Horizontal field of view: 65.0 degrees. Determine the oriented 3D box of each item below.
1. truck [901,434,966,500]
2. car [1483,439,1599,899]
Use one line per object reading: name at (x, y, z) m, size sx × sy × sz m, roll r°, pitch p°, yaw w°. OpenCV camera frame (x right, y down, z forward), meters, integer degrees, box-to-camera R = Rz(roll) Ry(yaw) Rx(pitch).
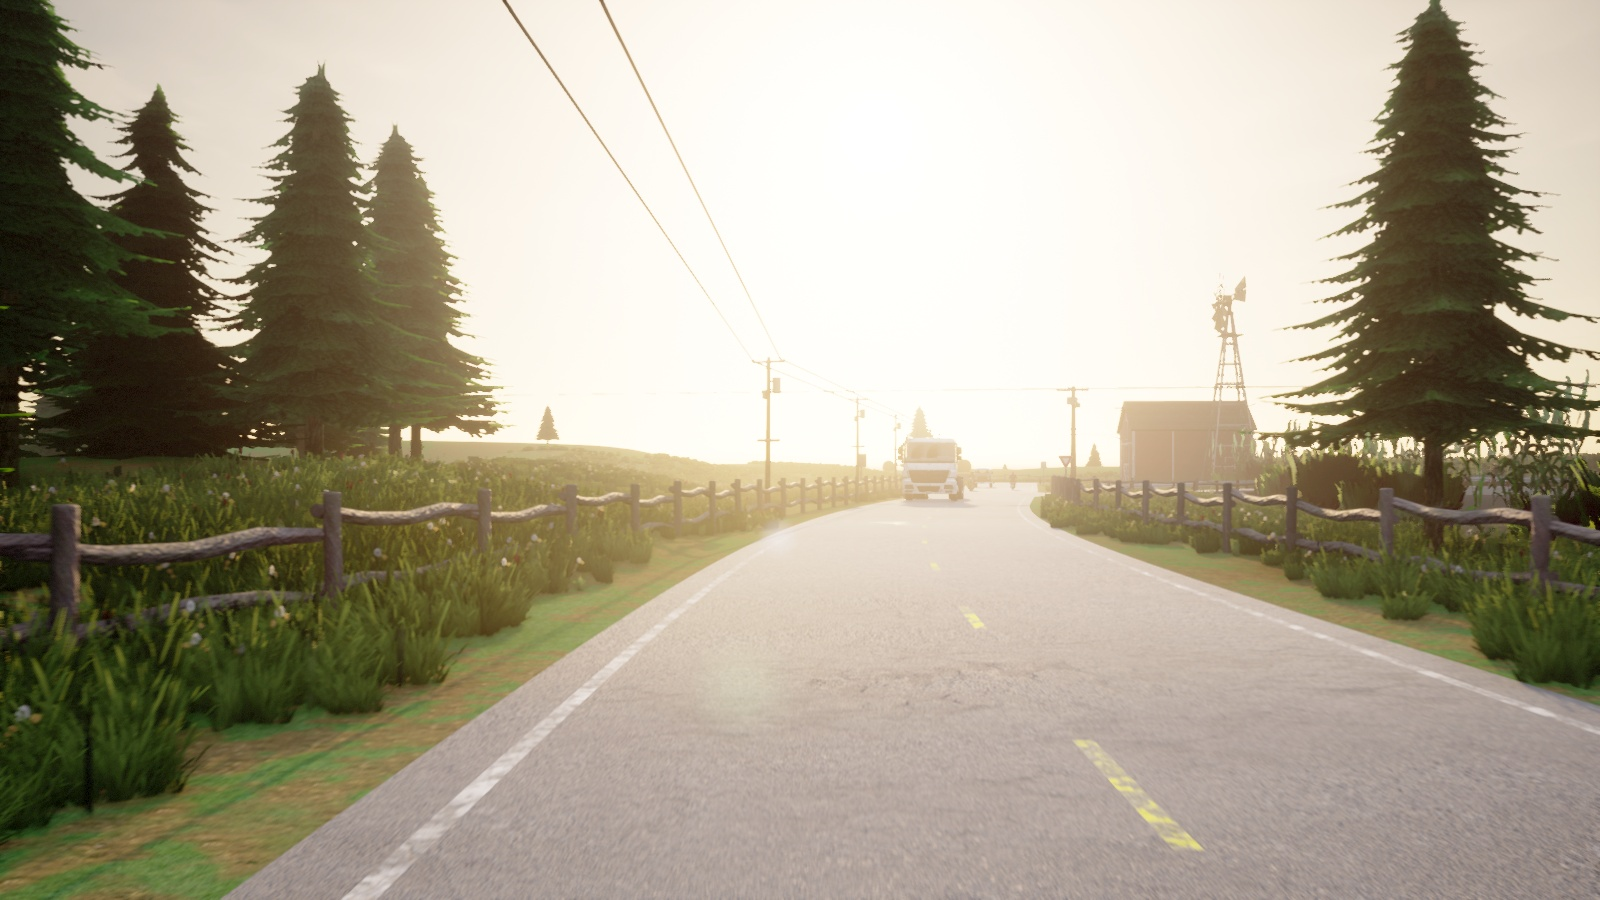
truck at (7.516, 0.969, 69.676) m, size 2.891 × 3.462 × 7.936 m, roll 0°, pitch -1°, yaw 11°
car at (3.196, 0.758, 1.563) m, size 2.033 × 1.649 × 4.856 m, roll 0°, pitch -1°, yaw 0°
